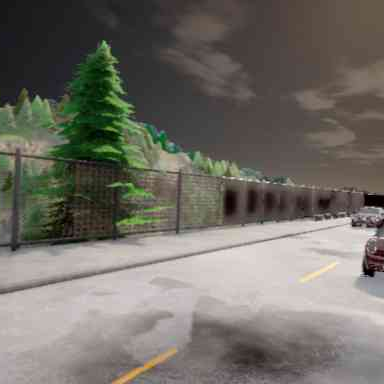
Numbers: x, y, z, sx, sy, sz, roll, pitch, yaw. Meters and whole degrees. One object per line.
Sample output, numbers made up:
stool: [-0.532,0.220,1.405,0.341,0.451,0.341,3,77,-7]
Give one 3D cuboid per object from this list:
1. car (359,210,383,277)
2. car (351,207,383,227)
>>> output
car: [6.949,1.667,10.527,2.097,1.767,4.553,3,0,38]
car: [14.489,2.009,27.054,2.097,1.767,4.553,3,0,38]
